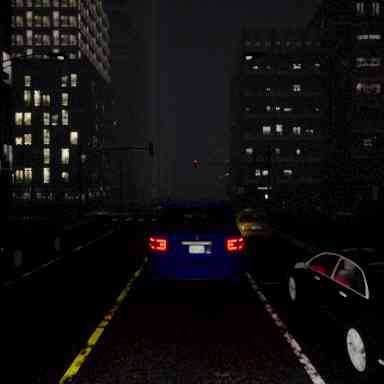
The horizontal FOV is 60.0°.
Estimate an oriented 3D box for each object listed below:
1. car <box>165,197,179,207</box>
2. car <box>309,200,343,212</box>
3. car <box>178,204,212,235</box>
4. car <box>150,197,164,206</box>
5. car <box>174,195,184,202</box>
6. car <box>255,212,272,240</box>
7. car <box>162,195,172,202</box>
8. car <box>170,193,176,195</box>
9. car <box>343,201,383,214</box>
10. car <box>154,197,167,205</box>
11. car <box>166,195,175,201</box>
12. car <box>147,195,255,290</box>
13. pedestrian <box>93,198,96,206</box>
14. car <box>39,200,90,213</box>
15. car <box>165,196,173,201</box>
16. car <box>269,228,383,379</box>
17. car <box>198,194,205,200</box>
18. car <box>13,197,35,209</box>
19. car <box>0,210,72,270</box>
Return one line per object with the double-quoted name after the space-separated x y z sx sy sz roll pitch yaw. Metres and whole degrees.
-3.099 1.552 52.681 1.994 1.385 4.181 0 0 0 "car"
16.308 1.622 39.737 4.403 1.369 2.008 0 0 1 "car"
0.095 1.520 19.737 1.812 1.442 4.674 0 0 -2 "car"
-5.710 1.513 54.386 1.752 1.417 4.829 -1 0 0 "car"
-3.010 1.510 79.600 2.128 1.511 4.902 0 0 0 "car"
2.804 1.521 16.772 1.752 1.417 4.829 -1 0 0 "car"
-5.712 1.530 77.174 1.887 1.381 4.507 -1 0 0 "car"
-3.014 1.534 68.962 2.033 1.411 5.357 0 0 0 "car"
20.262 1.695 37.091 5.357 1.411 2.033 0 1 1 "car"
-5.710 1.553 60.210 1.947 1.339 4.313 -1 0 0 "car"
-5.714 1.529 88.483 1.887 1.381 4.507 -1 0 0 "car"
0.095 1.219 9.226 2.150 2.045 5.566 0 0 0 "car"
-12.555 1.299 43.079 0.500 1.100 0.500 0 0 1 "pedestrian"
-13.031 1.521 34.352 4.718 1.301 1.895 1 1 1 "car"
-5.712 1.567 82.828 1.802 1.307 4.206 -1 0 0 "car"
2.806 1.549 5.313 2.008 1.369 4.403 -1 0 0 "car"
2.664 1.424 94.139 1.967 1.590 4.097 -1 0 0 "car"
-21.667 1.274 40.230 4.829 1.417 1.752 0 0 1 "car"
-5.834 1.541 11.014 1.887 1.381 4.507 -1 0 0 "car"
